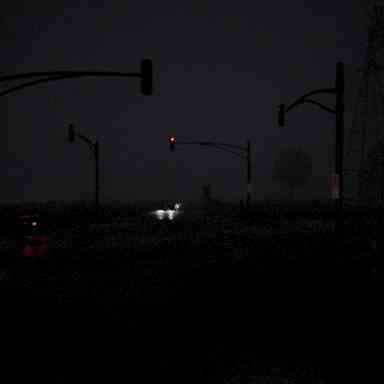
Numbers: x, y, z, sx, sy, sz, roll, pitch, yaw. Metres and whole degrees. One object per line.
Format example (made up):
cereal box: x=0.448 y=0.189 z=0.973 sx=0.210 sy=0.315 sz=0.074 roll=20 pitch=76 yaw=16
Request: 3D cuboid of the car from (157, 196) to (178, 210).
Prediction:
car: x=-3.086 y=1.519 z=40.612 sx=1.994 sy=1.385 sz=4.181 roll=0 pitch=0 yaw=0

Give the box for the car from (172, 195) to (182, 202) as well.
car: x=-3.258 y=1.443 z=72.414 sx=2.128 sy=1.511 sz=4.902 roll=0 pitch=0 yaw=0

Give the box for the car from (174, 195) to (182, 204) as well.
car: x=-3.196 y=1.466 z=57.228 sx=1.812 sy=1.442 sz=4.674 roll=0 pitch=0 yaw=0

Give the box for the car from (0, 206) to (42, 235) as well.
car: x=-11.176 y=1.574 z=19.373 sx=4.902 sy=1.511 sz=2.128 roll=0 pitch=1 yaw=17
